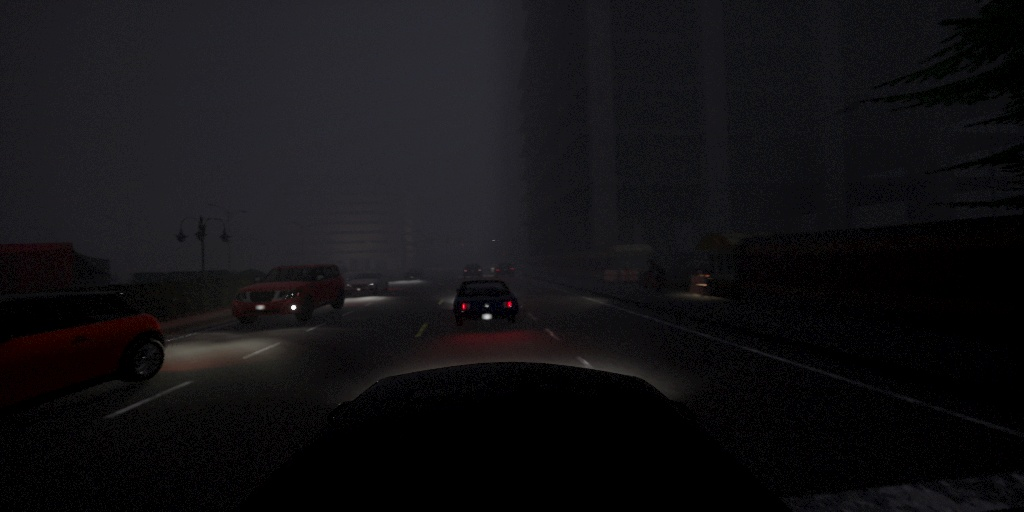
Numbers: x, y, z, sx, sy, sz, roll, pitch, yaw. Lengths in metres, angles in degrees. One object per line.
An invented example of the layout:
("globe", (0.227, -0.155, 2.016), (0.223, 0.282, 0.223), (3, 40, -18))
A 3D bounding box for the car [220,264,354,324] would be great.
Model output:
("car", (-8.502, 1.348, 14.374), (2.150, 2.045, 5.566), (-2, -1, -7))

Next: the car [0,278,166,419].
("car", (-7.345, 1.344, 4.701), (2.097, 1.767, 4.553), (-2, -1, -7))

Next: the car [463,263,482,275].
("car", (-4.506, 1.627, 41.055), (2.097, 1.767, 4.553), (-2, -1, -6))

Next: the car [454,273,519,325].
("car", (-0.997, 1.477, 12.485), (1.895, 1.301, 4.718), (-2, -1, -7))

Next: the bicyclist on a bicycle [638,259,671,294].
("bicyclist on a bicycle", (6.768, 0.984, 17.033), (1.656, 1.620, 0.582), (-2, -1, -7))

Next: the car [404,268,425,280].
("car", (-11.969, 2.190, 44.146), (1.895, 1.301, 4.718), (-2, -1, -7))

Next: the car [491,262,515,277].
("car", (-0.971, 1.522, 41.382), (2.097, 1.767, 4.553), (-2, -1, -7))

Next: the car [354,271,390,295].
("car", (-9.674, 1.789, 24.249), (1.812, 1.442, 4.674), (-2, -1, -7))

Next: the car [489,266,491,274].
("car", (-2.227, 1.839, 51.679), (1.812, 1.442, 4.674), (-2, 0, -7))
